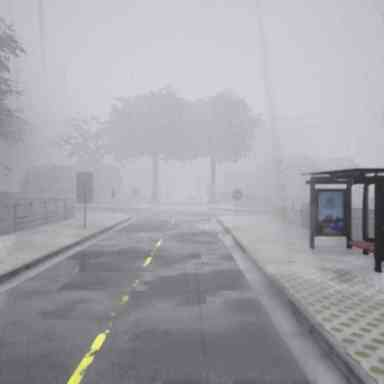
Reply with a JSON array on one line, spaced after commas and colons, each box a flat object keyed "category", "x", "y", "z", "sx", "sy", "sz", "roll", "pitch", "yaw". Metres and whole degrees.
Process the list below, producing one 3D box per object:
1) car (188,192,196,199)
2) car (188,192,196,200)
[{"category": "car", "x": 0.001, "y": 0.901, "z": 86.804, "sx": 2.097, "sy": 1.767, "sz": 4.553, "roll": 0, "pitch": 0, "yaw": 0}, {"category": "car", "x": 0.001, "y": 1.191, "z": 76.786, "sx": 1.994, "sy": 1.385, "sz": 4.181, "roll": 0, "pitch": 0, "yaw": 0}]
